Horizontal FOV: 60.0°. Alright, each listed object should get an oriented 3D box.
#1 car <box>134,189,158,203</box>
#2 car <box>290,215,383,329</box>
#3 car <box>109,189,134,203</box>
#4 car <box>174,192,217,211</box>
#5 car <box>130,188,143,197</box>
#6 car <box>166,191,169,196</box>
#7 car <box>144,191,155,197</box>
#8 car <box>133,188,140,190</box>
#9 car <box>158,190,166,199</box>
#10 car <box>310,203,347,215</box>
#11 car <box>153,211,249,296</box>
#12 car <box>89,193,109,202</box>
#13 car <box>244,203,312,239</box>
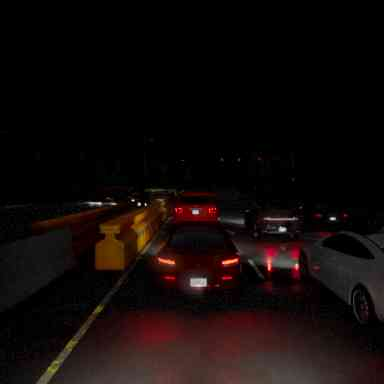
[{"bbox_3d":[-6.752,0.775,49.379,2.128,1.511,4.902,0,1,1],"label":"car"},{"bbox_3d":[3.625,1.455,6.656,1.812,1.442,4.674,0,1,0],"label":"car"},{"bbox_3d":[-10.254,0.766,49.033,1.882,1.535,5.008,0,1,1],"label":"car"},{"bbox_3d":[0.194,0.981,17.887,2.150,2.045,5.566,0,1,0],"label":"car"},{"bbox_3d":[-13.416,0.045,80.110,2.150,2.045,5.566,0,1,0],"label":"car"},{"bbox_3d":[-6.428,0.367,78.552,1.812,1.442,4.674,0,1,0],"label":"car"},{"bbox_3d":[-9.931,0.401,78.167,1.994,1.385,4.181,0,1,0],"label":"car"},{"bbox_3d":[-10.093,0.550,63.377,1.882,1.535,5.008,0,1,1],"label":"car"},{"bbox_3d":[-6.594,0.573,63.658,1.837,1.490,4.892,0,1,1],"label":"car"},{"bbox_3d":[7.208,1.306,18.991,1.994,1.385,4.181,0,1,0],"label":"car"},{"bbox_3d":[0.136,1.430,8.290,1.812,1.442,4.674,0,1,0],"label":"car"},{"bbox_3d":[-14.187,0.817,51.440,1.994,1.385,4.181,0,1,9],"label":"car"},{"bbox_3d":[3.685,1.281,15.904,2.128,1.511,4.902,0,1,0],"label":"car"}]
